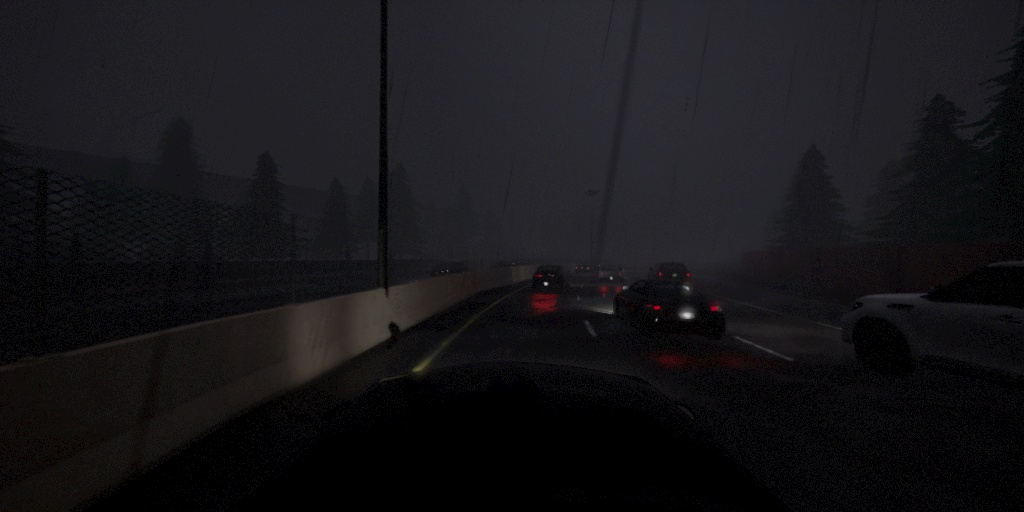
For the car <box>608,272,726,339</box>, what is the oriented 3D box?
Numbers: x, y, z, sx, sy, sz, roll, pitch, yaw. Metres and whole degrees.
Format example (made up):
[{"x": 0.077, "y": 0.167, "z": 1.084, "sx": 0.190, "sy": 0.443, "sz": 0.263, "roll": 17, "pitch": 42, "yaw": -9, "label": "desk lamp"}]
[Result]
[{"x": 4.210, "y": 1.338, "z": 10.220, "sx": 1.994, "sy": 1.385, "sz": 4.181, "roll": 0, "pitch": 0, "yaw": 5, "label": "car"}]

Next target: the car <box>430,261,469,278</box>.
[{"x": -5.579, "y": 1.248, "z": 32.527, "sx": 1.837, "sy": 1.490, "sz": 4.892, "roll": 0, "pitch": -1, "yaw": 18, "label": "car"}]

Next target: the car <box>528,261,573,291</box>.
[{"x": 2.475, "y": 1.279, "z": 22.078, "sx": 1.837, "sy": 1.490, "sz": 4.892, "roll": 0, "pitch": 0, "yaw": 14, "label": "car"}]

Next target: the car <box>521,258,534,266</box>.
[{"x": 1.927, "y": 1.141, "z": 57.618, "sx": 2.097, "sy": 1.767, "sz": 4.553, "roll": 0, "pitch": 0, "yaw": 31, "label": "car"}]

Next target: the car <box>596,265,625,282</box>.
[{"x": 8.255, "y": 1.404, "z": 29.445, "sx": 1.895, "sy": 1.301, "sz": 4.718, "roll": 0, "pitch": 0, "yaw": 18, "label": "car"}]

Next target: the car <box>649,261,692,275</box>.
[{"x": 10.133, "y": 1.160, "z": 23.272, "sx": 2.097, "sy": 1.767, "sz": 4.553, "roll": 0, "pitch": 0, "yaw": 14, "label": "car"}]

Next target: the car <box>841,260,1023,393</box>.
[{"x": 7.238, "y": 1.006, "z": 4.358, "sx": 2.150, "sy": 2.045, "sz": 5.566, "roll": 0, "pitch": 0, "yaw": 2, "label": "car"}]

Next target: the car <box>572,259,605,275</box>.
[{"x": 8.668, "y": 1.358, "z": 40.600, "sx": 2.033, "sy": 1.411, "sz": 5.357, "roll": 0, "pitch": 0, "yaw": 27, "label": "car"}]

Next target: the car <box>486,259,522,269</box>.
[{"x": -1.010, "y": 1.256, "z": 35.125, "sx": 2.128, "sy": 1.511, "sz": 4.902, "roll": 0, "pitch": 0, "yaw": 20, "label": "car"}]
